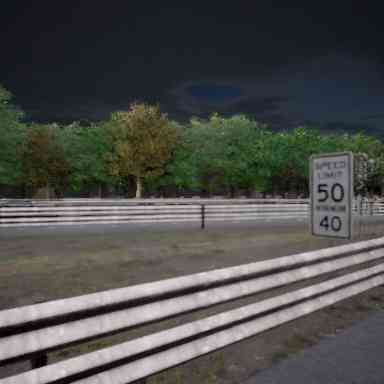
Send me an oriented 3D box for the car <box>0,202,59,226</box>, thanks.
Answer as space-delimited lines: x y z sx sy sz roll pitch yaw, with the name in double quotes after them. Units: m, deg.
-10.717 1.460 20.037 4.718 1.301 1.895 0 0 -22 "car"
